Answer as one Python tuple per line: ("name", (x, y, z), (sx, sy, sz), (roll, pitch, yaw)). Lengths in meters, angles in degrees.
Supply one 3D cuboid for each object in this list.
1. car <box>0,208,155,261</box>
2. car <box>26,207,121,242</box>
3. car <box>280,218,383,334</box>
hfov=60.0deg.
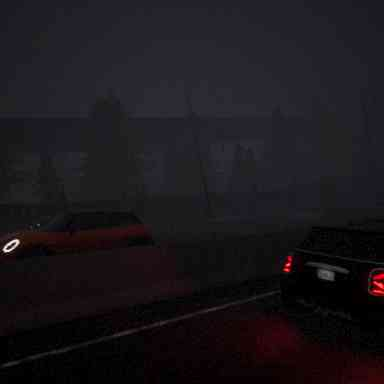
("car", (-3.455, 1.332, 10.078), (4.553, 1.767, 2.097), (-1, 0, -35))
("car", (-5.959, 1.534, 16.878), (4.181, 1.385, 1.994), (0, 0, -35))
("car", (3.846, 1.310, 6.491), (4.553, 1.767, 2.097), (-1, 0, -36))
